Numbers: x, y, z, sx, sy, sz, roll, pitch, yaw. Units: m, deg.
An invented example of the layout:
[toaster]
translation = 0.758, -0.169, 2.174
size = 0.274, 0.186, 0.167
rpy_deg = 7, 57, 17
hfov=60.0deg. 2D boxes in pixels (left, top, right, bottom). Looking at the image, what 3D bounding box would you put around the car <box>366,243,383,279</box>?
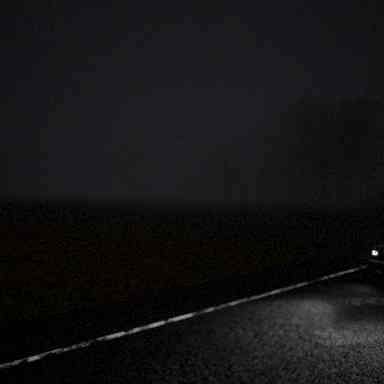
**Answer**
[car]
translation = 6.557, 1.539, 8.714
size = 4.718, 1.301, 1.895
rpy_deg = 0, 0, -37
